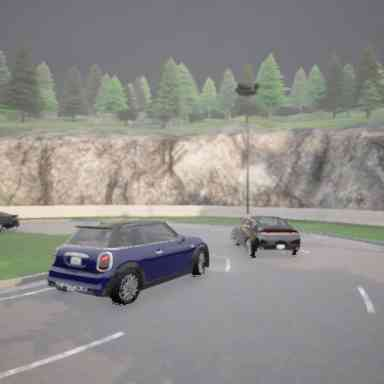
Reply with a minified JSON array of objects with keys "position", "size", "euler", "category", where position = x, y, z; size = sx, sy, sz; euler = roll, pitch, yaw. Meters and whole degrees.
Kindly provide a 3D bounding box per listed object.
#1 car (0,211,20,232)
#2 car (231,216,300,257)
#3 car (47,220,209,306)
[{"position":[-13.942,1.832,21.489],"size":[5.008,1.535,1.882],"euler":[0,-2,-17],"category":"car"},{"position":[2.973,1.757,14.170],"size":[2.128,1.511,4.902],"euler":[1,-1,-4],"category":"car"},{"position":[-1.346,1.511,8.834],"size":[2.097,1.767,4.553],"euler":[-1,-1,31],"category":"car"}]
